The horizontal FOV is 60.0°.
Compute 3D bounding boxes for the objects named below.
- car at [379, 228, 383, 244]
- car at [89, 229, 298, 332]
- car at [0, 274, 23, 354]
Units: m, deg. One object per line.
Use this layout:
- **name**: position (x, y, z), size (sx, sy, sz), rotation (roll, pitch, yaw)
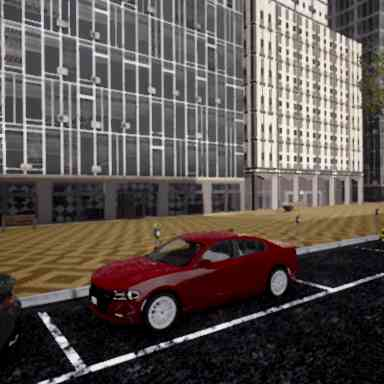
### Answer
- **car**: position (9.115, 1.335, 13.042), size (4.829, 1.417, 1.752), rotation (-1, 1, -35)
- **car**: position (0.239, 1.492, 6.725), size (4.507, 1.381, 1.887), rotation (-1, 1, -35)
- **car**: position (-4.268, 1.570, 3.517), size (4.403, 1.369, 2.008), rotation (-1, 1, -35)
